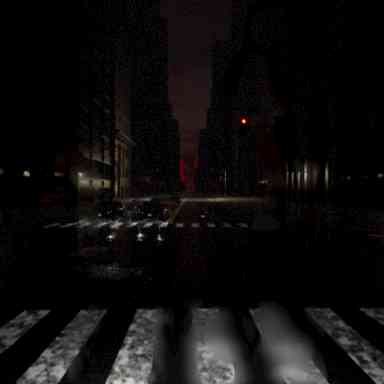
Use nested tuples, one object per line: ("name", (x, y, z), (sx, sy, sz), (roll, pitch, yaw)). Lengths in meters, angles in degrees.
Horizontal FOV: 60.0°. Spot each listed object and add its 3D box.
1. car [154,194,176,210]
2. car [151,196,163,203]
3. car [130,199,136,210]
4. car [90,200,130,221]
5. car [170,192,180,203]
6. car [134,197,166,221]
("car", (-3.444, 1.387, 42.294), (1.882, 1.535, 5.008), (0, 1, 0))
("car", (-6.658, 1.445, 63.353), (1.895, 1.301, 4.718), (0, 0, 0))
("car", (-6.692, 1.511, 41.400), (1.895, 1.301, 4.718), (0, 0, 0))
("car", (-6.746, 1.450, 26.983), (1.837, 1.490, 4.892), (0, 0, 2))
("car", (-3.406, 1.060, 63.780), (2.150, 2.045, 5.566), (0, 0, 0))
("car", (-3.284, 1.450, 26.995), (1.837, 1.490, 4.892), (0, 0, -4))
